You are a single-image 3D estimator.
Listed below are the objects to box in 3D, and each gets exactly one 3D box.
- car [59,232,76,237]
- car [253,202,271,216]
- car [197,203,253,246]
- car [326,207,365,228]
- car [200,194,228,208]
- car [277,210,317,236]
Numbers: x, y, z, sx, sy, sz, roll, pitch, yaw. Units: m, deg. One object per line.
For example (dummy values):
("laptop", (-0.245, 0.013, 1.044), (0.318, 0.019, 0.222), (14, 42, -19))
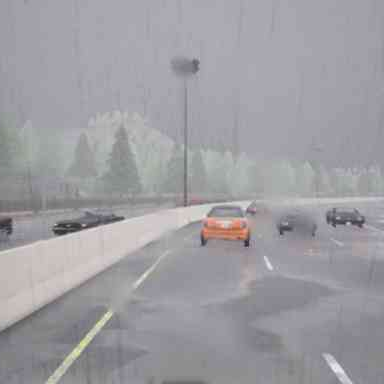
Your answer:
("car", (-5.323, 1.624, 17.611), (1.895, 1.301, 4.718), (0, 0, 11))
("car", (6.886, 1.680, 34.124), (1.994, 1.385, 4.181), (0, 0, 21))
("car", (1.705, 1.399, 15.749), (2.097, 1.767, 4.553), (0, 0, 10))
("car", (10.478, 1.703, 23.109), (1.895, 1.301, 4.718), (0, 0, 16))
("car", (3.472, 1.368, 51.735), (2.150, 2.045, 5.566), (0, 0, 30))
("car", (5.887, 1.674, 19.179), (1.895, 1.301, 4.718), (0, 0, 12))
